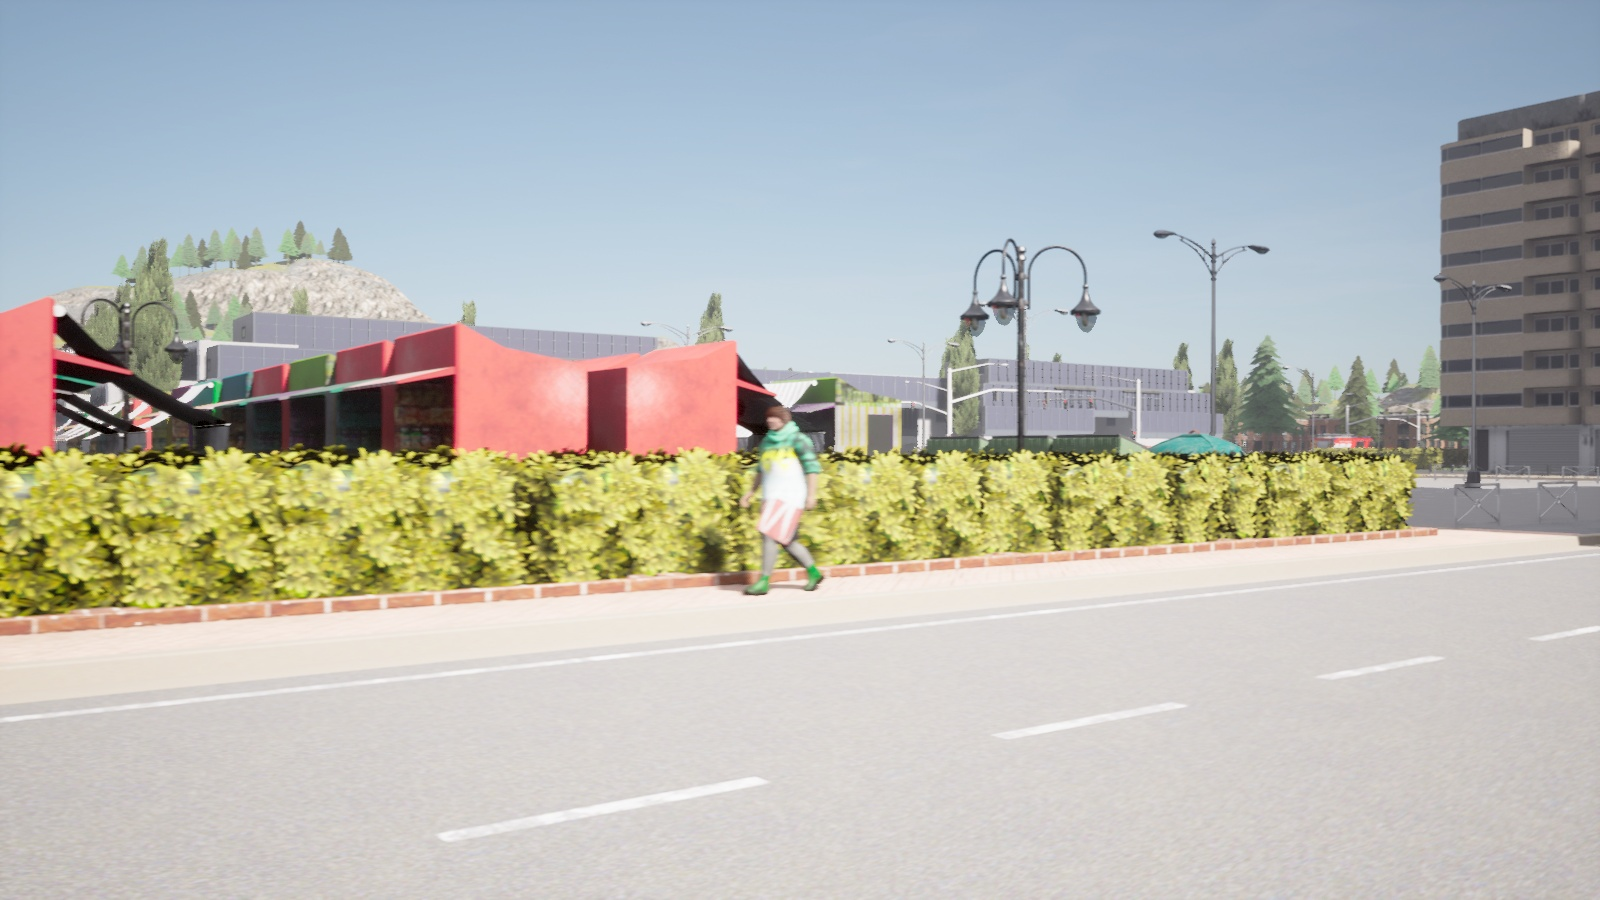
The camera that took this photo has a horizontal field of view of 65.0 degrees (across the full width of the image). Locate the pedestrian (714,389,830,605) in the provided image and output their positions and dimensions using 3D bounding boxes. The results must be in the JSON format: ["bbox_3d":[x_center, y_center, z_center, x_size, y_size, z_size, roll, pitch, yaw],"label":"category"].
[{"bbox_3d":[-0.266,0.429,11.878,0.873,1.952,0.659,0,0,-34],"label":"pedestrian"}]
